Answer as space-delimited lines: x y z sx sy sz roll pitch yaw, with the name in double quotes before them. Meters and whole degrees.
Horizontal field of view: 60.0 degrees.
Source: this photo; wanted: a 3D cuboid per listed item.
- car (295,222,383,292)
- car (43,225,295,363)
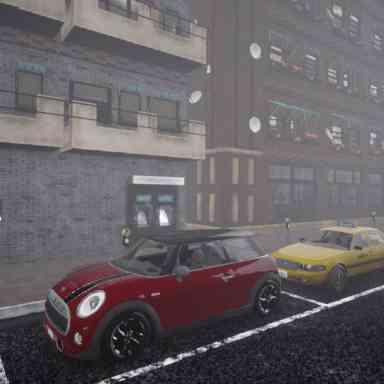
"car" 4.013 1.527 8.957 4.829 1.417 1.752 0 1 -36
"car" -0.363 1.441 5.829 4.097 1.590 1.967 0 1 -36
